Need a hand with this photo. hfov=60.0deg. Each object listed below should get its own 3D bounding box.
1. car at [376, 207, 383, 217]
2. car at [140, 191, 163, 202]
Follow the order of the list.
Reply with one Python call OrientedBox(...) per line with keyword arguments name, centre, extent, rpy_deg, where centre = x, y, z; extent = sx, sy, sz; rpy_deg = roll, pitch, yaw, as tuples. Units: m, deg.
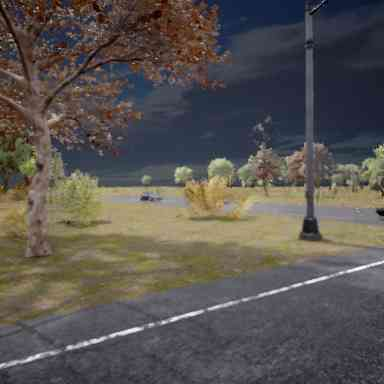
OrientedBox(name="car", centre=(14.913, 1.310, 21.851), extent=(1.895, 1.301, 4.718), rpy_deg=(-1, 1, -35))
OrientedBox(name="car", centre=(-6.344, 0.623, 52.077), extent=(2.097, 1.767, 4.553), rpy_deg=(-1, 2, -35))
